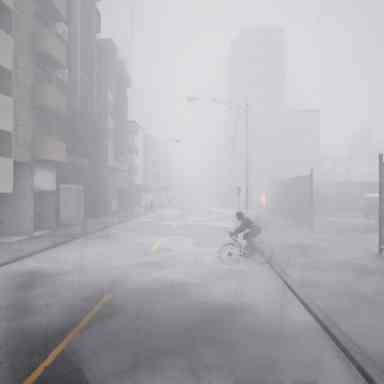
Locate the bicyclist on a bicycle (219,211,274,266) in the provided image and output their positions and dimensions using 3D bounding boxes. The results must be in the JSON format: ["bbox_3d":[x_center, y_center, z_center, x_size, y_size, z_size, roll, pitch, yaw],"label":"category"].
[{"bbox_3d":[1.610,1.405,9.982,1.656,1.620,0.582,-2,1,2],"label":"bicyclist on a bicycle"}]
